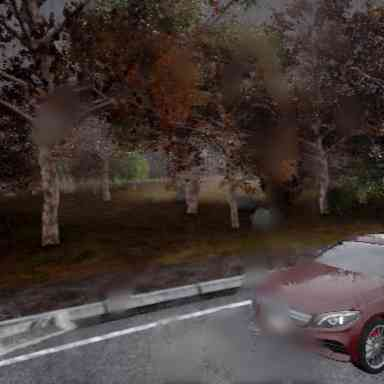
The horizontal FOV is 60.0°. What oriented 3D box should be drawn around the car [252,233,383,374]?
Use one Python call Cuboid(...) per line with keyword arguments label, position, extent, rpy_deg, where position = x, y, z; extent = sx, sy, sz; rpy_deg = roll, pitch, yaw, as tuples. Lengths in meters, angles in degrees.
Cuboid(label="car", position=(3.189, 1.460, 5.518), extent=(4.674, 1.442, 1.812), rpy_deg=(-1, 1, -28))
